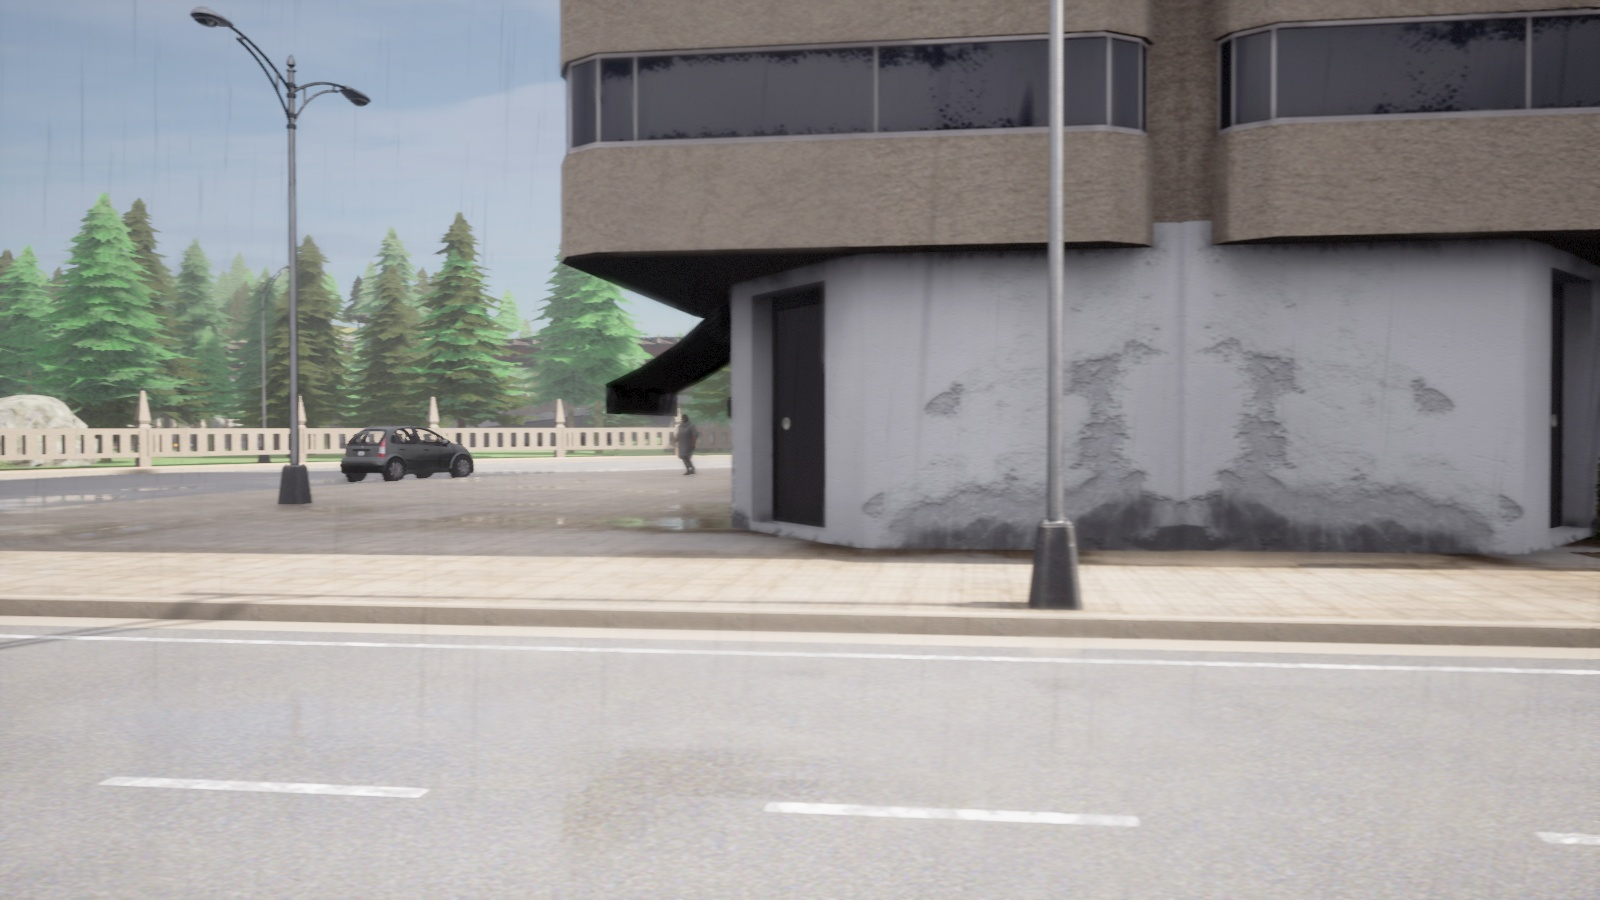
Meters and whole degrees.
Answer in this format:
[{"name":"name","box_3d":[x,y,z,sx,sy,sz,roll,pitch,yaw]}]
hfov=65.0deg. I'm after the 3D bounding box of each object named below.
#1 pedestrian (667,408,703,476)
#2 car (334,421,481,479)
[{"name":"pedestrian","box_3d":[-3.349,-0.225,36.571,0.659,1.952,0.873,1,1,29]},{"name":"car","box_3d":[-11.460,-0.030,36.903,1.851,1.617,3.988,1,1,27]}]
